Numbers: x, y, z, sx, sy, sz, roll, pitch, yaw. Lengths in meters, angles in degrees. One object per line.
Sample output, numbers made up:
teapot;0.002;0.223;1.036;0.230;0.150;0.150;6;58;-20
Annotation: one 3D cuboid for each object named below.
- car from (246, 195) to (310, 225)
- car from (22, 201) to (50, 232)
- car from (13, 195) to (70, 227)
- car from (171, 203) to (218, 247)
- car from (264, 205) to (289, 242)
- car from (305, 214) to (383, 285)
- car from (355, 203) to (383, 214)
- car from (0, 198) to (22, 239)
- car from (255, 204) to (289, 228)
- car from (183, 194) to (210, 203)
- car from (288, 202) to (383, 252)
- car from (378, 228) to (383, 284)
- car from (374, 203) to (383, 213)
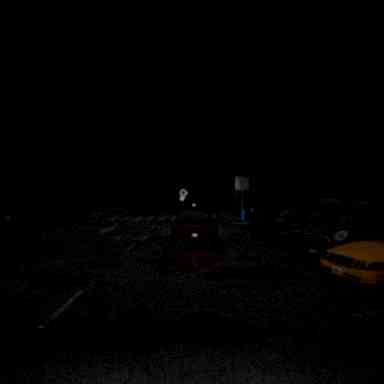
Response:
car;6.034;1.228;20.440;5.566;2.045;2.435;1;0;-20
car;-10.947;1.481;18.848;4.892;1.521;2.231;-1;0;-20
car;-10.965;1.228;21.852;5.566;2.045;2.435;-1;0;-20
car;0.106;1.472;15.046;1.882;1.535;5.008;0;0;0
car;6.011;1.482;14.506;4.892;1.521;2.231;1;0;-20
car;5.834;1.478;8.518;5.366;1.575;1.946;1;0;-20
car;28.107;2.495;51.548;2.231;1.521;4.892;2;-1;-21
car;-10.913;1.355;15.833;4.553;1.767;2.185;-1;0;-20
car;6.006;1.520;17.464;4.674;1.452;2.002;1;0;-20
car;0.406;1.239;31.130;2.150;2.045;5.566;0;-1;5
car;6.037;1.357;11.555;4.553;1.767;2.185;1;0;-20
car;6.005;1.486;5.635;4.892;1.521;2.231;1;0;-20
car;31.428;2.594;51.768;1.946;1.575;5.366;2;-1;-21
